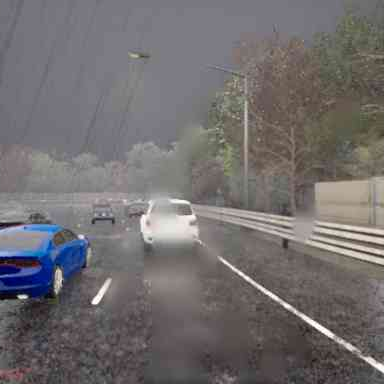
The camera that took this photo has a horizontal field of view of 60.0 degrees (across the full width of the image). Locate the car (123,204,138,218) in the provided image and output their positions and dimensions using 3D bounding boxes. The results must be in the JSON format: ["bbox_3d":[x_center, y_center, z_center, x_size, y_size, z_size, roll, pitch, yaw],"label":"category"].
[{"bbox_3d":[-6.056,1.979,35.265,2.033,1.411,5.357,0,-1,-19],"label":"car"}]

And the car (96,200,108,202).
[{"bbox_3d":[-15.061,2.037,54.834,2.097,1.767,4.553,0,-1,-29],"label":"car"}]

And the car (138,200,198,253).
[{"bbox_3d":[-1.158,1.397,14.935,2.150,2.045,5.566,0,-1,-10],"label":"car"}]

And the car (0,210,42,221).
[{"bbox_3d":[-8.719,1.734,17.404,1.837,1.490,4.892,0,-1,-10],"label":"car"}]

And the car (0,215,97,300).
[{"bbox_3d":[-4.012,1.592,8.683,1.882,1.535,5.008,0,-1,-5],"label":"car"}]

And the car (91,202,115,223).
[{"bbox_3d":[-7.747,1.909,28.938,2.033,1.411,5.357,0,-1,-16],"label":"car"}]
